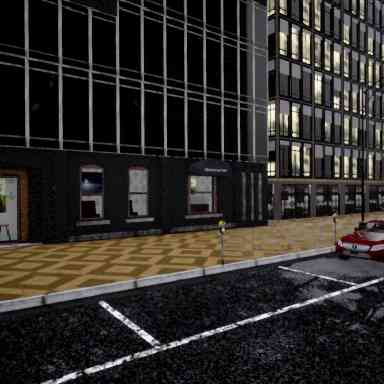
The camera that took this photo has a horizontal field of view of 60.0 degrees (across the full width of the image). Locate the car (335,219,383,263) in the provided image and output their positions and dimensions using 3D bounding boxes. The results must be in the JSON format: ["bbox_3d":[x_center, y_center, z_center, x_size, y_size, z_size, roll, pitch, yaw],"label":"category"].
[{"bbox_3d":[6.595,1.580,11.242,4.206,1.307,1.802,0,0,-35],"label":"car"}]
